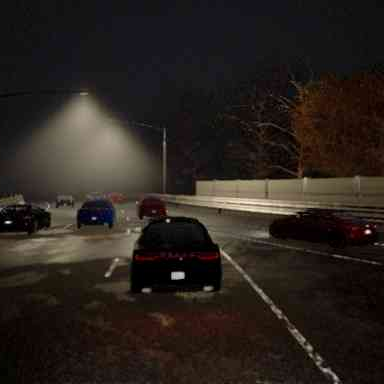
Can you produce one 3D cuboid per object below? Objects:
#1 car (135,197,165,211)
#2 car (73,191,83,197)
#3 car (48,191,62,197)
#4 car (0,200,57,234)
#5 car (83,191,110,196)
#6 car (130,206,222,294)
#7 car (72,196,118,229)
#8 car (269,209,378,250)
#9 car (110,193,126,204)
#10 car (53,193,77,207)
[{"bbox_3d":[-3.145,1.129,24.938,1.882,1.535,5.008,0,1,-13],"label":"car"},{"bbox_3d":[-22.714,0.445,66.944,2.128,1.511,4.902,-1,1,-39],"label":"car"},{"bbox_3d":[-32.224,0.386,78.089,1.882,1.535,5.008,-1,1,-44],"label":"car"},{"bbox_3d":[-8.655,1.322,17.115,1.994,1.385,4.181,0,1,-9],"label":"car"},{"bbox_3d":[-11.454,0.798,39.617,2.097,1.767,4.553,0,1,-21],"label":"car"},{"bbox_3d":[-0.478,1.357,8.585,1.882,1.535,5.008,0,1,-5],"label":"car"},{"bbox_3d":[-5.569,1.201,19.709,1.882,1.535,5.008,0,1,-11],"label":"car"},{"bbox_3d":[5.169,1.375,13.534,1.994,1.385,4.181,-1,1,-33],"label":"car"},{"bbox_3d":[-10.606,0.831,46.376,1.882,1.535,5.008,0,0,-25],"label":"car"},{"bbox_3d":[-14.805,1.059,38.724,1.895,1.301,4.718,0,1,-22],"label":"car"}]
